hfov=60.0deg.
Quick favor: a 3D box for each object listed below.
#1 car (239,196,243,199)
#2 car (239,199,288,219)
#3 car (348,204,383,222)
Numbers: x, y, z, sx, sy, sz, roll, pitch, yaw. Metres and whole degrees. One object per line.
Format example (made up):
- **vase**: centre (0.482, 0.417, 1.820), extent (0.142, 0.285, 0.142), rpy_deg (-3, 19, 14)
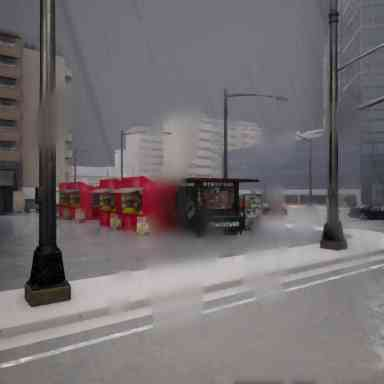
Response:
- **car**: centre (5.886, 1.465, 37.816), extent (2.150, 2.045, 5.566), rpy_deg (0, -1, -36)
- **car**: centre (6.559, 1.641, 30.918), extent (1.882, 1.535, 5.008), rpy_deg (0, -1, -36)
- **car**: centre (14.885, 1.616, 25.450), extent (2.033, 1.411, 5.357), rpy_deg (0, -1, -37)
